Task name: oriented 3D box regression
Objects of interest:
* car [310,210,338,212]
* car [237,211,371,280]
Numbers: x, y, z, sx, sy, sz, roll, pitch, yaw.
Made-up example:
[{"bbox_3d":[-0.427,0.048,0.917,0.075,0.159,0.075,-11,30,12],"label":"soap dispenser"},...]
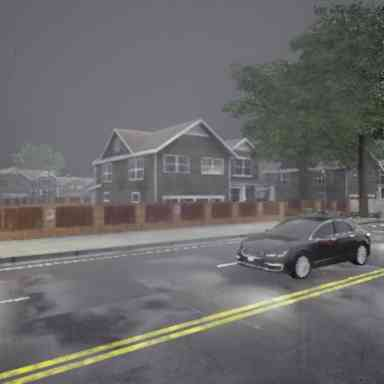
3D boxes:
[{"bbox_3d":[6.313,1.588,16.127,4.181,1.385,1.994,0,0,-35],"label":"car"},{"bbox_3d":[3.535,1.520,10.094,4.892,1.490,1.837,1,0,-35],"label":"car"}]
